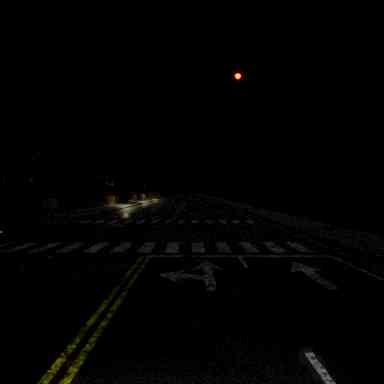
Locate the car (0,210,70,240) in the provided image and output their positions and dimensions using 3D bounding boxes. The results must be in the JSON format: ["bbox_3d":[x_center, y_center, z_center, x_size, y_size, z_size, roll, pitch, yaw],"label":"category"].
[{"bbox_3d":[-8.587,1.553,15.525,5.357,1.411,2.033,0,0,-33],"label":"car"}]
